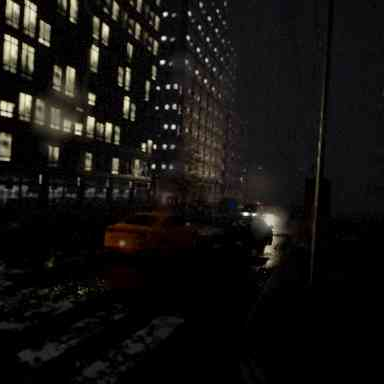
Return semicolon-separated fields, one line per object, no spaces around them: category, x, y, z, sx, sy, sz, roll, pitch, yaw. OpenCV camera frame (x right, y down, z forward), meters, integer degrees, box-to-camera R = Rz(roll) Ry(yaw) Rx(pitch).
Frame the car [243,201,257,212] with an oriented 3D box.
car;8.473;2.185;46.658;1.994;1.385;4.181;4;0;21

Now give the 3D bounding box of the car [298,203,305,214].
car;16.588;2.701;52.008;1.947;1.339;4.313;3;0;21

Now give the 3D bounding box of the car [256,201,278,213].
car;9.862;2.066;41.717;2.097;1.767;4.553;4;0;21

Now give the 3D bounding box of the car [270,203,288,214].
car;13.361;2.477;51.062;2.033;1.411;5.357;4;0;21

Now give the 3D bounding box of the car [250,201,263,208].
car;12.803;2.463;65.544;1.802;1.307;4.206;3;0;21

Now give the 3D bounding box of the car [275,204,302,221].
car;10.549;2.328;36.198;1.947;1.339;4.313;3;0;21

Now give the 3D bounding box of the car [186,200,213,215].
car;0.735;1.576;33.932;1.967;1.590;4.097;3;0;21

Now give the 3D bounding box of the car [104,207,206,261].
car;-1.294;1.498;12.682;1.882;1.535;5.008;4;0;21

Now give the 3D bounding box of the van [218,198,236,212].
van;4.765;1.727;44.470;1.690;1.788;3.998;3;0;21

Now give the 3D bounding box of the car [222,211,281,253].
car;2.619;1.820;15.074;2.008;1.369;4.403;3;0;21

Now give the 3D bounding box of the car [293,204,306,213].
car;18.600;2.841;57.278;1.802;1.307;4.206;3;0;21

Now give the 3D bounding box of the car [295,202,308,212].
car;20.621;2.823;62.548;1.967;1.590;4.097;3;0;21

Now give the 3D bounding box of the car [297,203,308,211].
car;22.627;3.073;67.818;1.947;1.339;4.313;3;0;21

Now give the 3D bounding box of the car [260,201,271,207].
car;16.828;2.695;76.081;1.947;1.339;4.313;3;0;21
